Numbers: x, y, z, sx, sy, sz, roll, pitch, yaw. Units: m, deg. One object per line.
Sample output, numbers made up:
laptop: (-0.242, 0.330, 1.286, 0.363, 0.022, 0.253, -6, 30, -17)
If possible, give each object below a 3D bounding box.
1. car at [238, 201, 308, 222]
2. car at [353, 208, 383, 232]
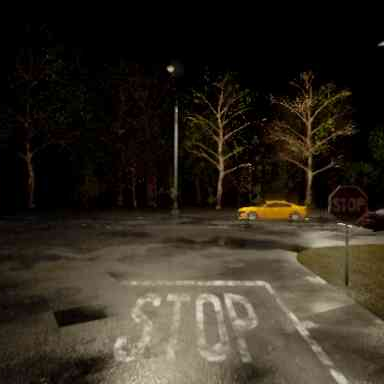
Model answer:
car: (5.955, 1.402, 24.685, 5.008, 1.535, 1.882, 0, 0, 0)
car: (11.526, 1.504, 17.666, 5.357, 1.411, 2.033, 0, 0, 0)
